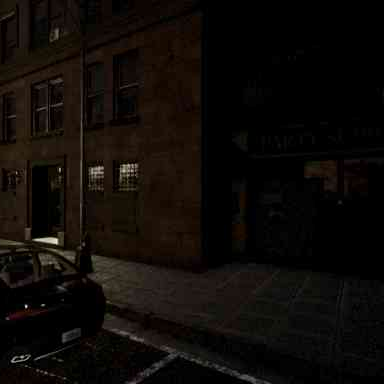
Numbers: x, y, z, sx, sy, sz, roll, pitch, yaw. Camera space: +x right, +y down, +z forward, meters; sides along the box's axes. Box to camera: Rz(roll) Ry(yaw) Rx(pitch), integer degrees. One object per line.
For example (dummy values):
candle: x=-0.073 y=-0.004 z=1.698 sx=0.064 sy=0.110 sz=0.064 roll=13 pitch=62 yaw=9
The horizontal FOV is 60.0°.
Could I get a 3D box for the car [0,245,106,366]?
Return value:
car: x=-3.274 y=1.551 z=5.434 sx=4.403 sy=1.369 sz=2.008 roll=0 pitch=0 yaw=36
